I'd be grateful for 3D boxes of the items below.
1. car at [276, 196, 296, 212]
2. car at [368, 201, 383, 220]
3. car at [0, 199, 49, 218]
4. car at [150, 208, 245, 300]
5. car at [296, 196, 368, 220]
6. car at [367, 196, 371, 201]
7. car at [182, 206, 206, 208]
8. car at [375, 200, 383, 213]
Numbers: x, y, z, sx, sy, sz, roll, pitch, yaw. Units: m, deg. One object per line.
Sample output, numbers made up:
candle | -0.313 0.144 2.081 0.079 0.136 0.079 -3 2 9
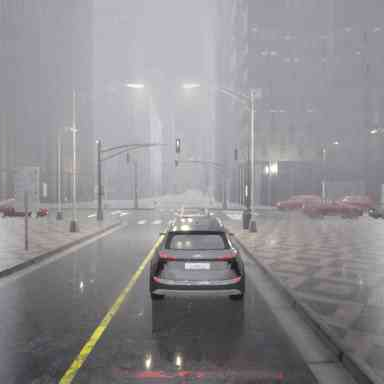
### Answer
car | 12.151 1.325 37.669 5.009 1.841 2.192 0 1 0
car | 17.799 1.742 29.159 4.313 1.339 1.947 0 1 0
car | -14.885 1.567 29.099 4.507 1.381 1.887 0 1 0
car | 0.118 1.428 8.364 2.033 1.649 4.856 0 0 0
car | 12.156 1.463 29.145 5.009 1.841 2.192 0 1 0
car | 17.795 1.353 37.680 5.009 1.841 2.192 0 1 0
car | 0.116 1.507 17.451 1.837 1.490 4.892 0 0 0
car | 23.436 1.633 37.692 4.313 1.339 1.947 0 1 0
